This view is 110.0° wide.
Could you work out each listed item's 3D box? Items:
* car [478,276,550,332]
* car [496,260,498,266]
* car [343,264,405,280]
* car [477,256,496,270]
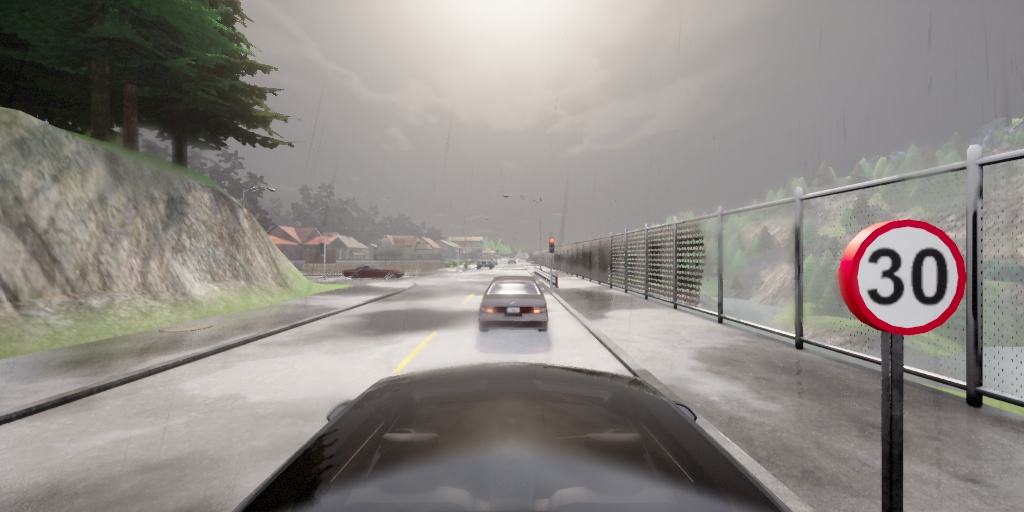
[{"bbox_3d":[0.050,1.297,10.794,2.033,1.411,5.357,0,0,0],"label":"car"},{"bbox_3d":[-4.038,1.297,64.931,2.033,1.411,5.357,0,0,0],"label":"car"},{"bbox_3d":[-11.598,1.351,30.393,4.718,1.301,1.895,0,0,-2],"label":"car"},{"bbox_3d":[-4.078,0.971,54.688,2.150,2.045,5.566,0,0,0],"label":"car"}]
